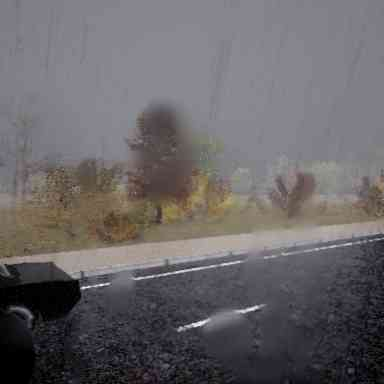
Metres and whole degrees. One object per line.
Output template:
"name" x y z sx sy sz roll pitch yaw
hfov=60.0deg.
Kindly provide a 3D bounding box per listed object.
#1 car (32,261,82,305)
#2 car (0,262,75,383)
"car" -4.185 1.594 4.677 4.718 1.301 1.895 0 0 -35
"car" -3.290 1.476 1.316 5.008 1.535 1.882 0 0 -36
